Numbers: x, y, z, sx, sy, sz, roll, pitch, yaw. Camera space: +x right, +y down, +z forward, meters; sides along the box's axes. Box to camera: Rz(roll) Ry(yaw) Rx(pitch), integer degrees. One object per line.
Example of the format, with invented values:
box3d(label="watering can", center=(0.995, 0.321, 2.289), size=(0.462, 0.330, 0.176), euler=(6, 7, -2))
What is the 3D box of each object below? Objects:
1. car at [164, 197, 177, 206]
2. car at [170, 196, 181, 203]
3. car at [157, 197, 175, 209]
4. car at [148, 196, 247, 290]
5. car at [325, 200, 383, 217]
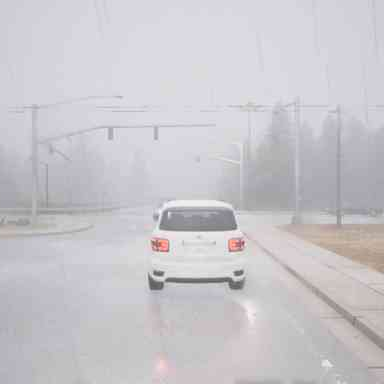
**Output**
box3d(label="car", center=(-3.564, 1.564, 56.019), size=(1.994, 1.385, 4.181), euler=(0, 0, 0))
box3d(label="car", center=(-3.368, 1.564, 68.856), size=(1.994, 1.385, 4.181), euler=(0, 0, 1))
box3d(label="car", center=(-3.589, 1.492, 46.178), size=(2.128, 1.511, 4.902), euler=(0, 0, 0))
box3d(label="car", center=(0.066, 1.218, 9.220), size=(2.150, 2.045, 5.566), euler=(0, 0, -2))
box3d(label="car", center=(14.897, 1.518, 30.628), size=(4.902, 1.511, 2.128), euler=(0, 0, 1))
